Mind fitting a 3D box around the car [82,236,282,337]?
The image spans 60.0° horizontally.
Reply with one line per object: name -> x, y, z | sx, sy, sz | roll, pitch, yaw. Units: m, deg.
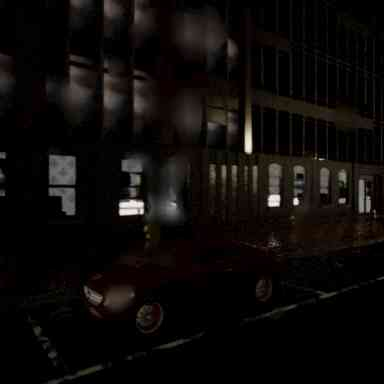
car -> 0.023, 1.575, 6.570 | 4.206, 1.307, 1.802 | 0, 0, -35
